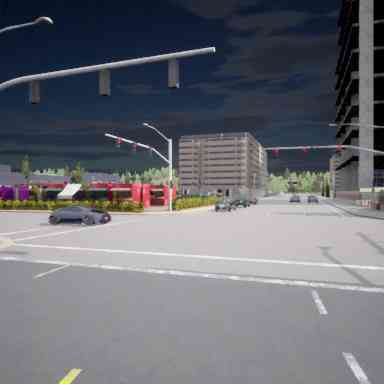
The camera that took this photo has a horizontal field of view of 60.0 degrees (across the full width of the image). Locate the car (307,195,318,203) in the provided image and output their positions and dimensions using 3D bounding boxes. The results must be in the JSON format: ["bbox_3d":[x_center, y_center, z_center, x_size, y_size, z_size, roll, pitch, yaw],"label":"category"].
[{"bbox_3d":[24.684,1.541,67.785,2.033,1.411,5.357,0,0,19],"label":"car"}]

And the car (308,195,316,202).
[{"bbox_3d":[27.967,1.524,77.643,1.812,1.442,4.674,0,0,19],"label":"car"}]

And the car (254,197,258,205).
[{"bbox_3d":[10.455,1.564,58.643,1.994,1.385,4.181,0,0,19],"label":"car"}]

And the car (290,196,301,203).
[{"bbox_3d":[21.474,1.554,69.217,1.994,1.385,4.181,0,0,19],"label":"car"}]

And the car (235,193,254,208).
[{"bbox_3d":[7.239,1.221,49.113,2.150,2.045,5.566,0,0,18],"label":"car"}]

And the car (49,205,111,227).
[{"bbox_3d":[-7.829,1.619,23.287,4.181,1.385,1.994,0,0,14],"label":"car"}]

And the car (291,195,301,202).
[{"bbox_3d":[24.545,1.540,78.444,2.033,1.411,5.357,0,0,19],"label":"car"}]

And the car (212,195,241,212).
[{"bbox_3d":[4.090,1.491,39.726,2.128,1.511,4.902,0,0,19],"label":"car"}]
